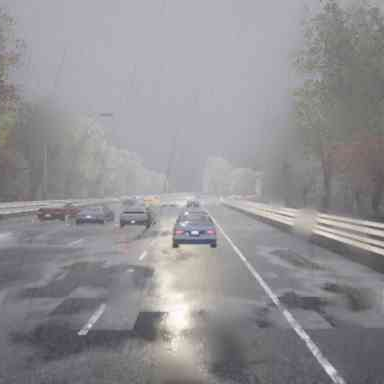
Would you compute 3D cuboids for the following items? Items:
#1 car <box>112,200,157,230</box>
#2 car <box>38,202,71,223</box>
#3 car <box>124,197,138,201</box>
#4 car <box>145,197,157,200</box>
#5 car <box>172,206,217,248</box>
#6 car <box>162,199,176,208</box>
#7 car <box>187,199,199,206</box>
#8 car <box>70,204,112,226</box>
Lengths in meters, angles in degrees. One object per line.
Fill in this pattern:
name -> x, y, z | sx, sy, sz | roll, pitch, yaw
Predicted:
car -> -3.396, 1.536, 21.645 | 2.128, 1.511, 4.902 | 0, 0, 0
car -> -10.395, 1.530, 26.477 | 1.882, 1.535, 5.008 | 0, 0, 0
car -> -10.390, 1.622, 56.608 | 1.837, 1.490, 4.892 | 0, 0, 0
car -> -6.890, 1.591, 55.123 | 1.882, 1.535, 5.008 | 0, 0, 0
car -> 0.105, 1.578, 14.988 | 2.033, 1.411, 5.357 | 0, 0, 0
car -> -3.391, 1.706, 50.797 | 1.895, 1.301, 4.718 | 0, 0, 0
car -> 0.154, 1.706, 50.849 | 1.895, 1.301, 4.718 | 0, 0, 1
car -> -6.895, 1.613, 24.145 | 1.994, 1.385, 4.181 | 0, 0, 0
